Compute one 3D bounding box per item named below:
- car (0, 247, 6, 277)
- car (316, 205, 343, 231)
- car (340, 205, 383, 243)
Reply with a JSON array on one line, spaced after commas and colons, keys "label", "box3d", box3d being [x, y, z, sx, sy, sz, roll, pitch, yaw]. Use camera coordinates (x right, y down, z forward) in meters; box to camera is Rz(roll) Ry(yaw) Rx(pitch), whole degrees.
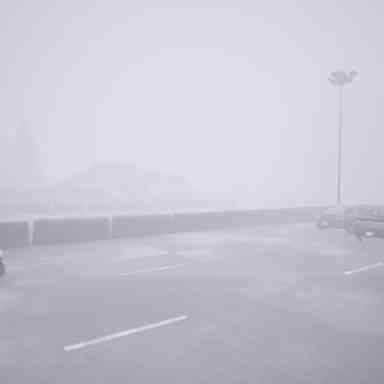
[{"label": "car", "box3d": [-6.809, 1.358, 7.488, 4.553, 1.767, 2.097, 0, 0, -35]}, {"label": "car", "box3d": [8.813, 1.464, 18.623, 4.674, 1.442, 1.812, 0, 0, -35]}, {"label": "car", "box3d": [8.883, 1.423, 14.376, 4.902, 1.511, 2.128, 0, 0, -35]}]
